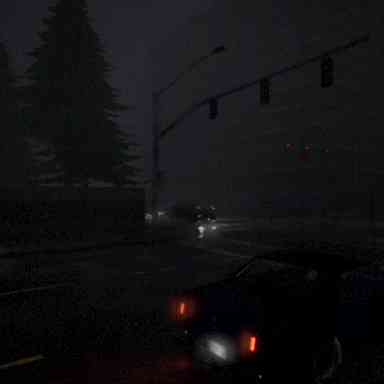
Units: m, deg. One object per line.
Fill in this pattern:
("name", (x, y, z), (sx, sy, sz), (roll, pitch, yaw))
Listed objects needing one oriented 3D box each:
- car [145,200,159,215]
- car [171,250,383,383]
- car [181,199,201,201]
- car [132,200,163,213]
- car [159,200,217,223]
("car", (-5.710, 1.612, 34.794), (2.128, 1.511, 4.902), (0, 0, -35))
("car", (2.116, 1.620, 5.305), (4.718, 1.301, 1.895), (0, 0, -36))
("car", (0.236, 1.487, 32.415), (2.097, 1.767, 4.553), (0, 0, -35))
("car", (-5.520, 1.699, 40.616), (1.994, 1.385, 4.181), (0, 0, -35))
("car", (-0.261, 1.667, 27.032), (2.033, 1.411, 5.357), (0, 0, -35))
